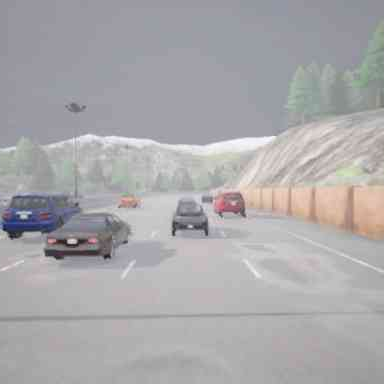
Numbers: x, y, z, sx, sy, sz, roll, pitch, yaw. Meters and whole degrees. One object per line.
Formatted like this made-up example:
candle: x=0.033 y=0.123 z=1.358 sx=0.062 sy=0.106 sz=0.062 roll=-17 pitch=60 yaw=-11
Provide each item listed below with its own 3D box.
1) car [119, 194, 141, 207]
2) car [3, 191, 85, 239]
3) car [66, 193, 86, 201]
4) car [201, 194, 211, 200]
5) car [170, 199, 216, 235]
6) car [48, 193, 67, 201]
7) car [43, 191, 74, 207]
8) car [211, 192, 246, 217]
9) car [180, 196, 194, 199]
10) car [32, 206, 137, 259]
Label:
car: x=-7.682 y=1.027 z=41.563 sx=2.097 sy=1.767 sz=4.553 roll=0 pitch=0 yaw=-1
car: x=-7.076 y=1.092 z=16.560 sx=2.150 sy=2.045 sz=5.566 roll=0 pitch=1 yaw=-1
car: x=-22.336 y=1.011 z=64.318 sx=2.033 sy=1.411 sz=5.357 roll=0 pitch=0 yaw=-1
car: x=2.499 y=1.051 z=55.028 sx=1.882 sy=1.535 sz=5.008 roll=0 pitch=1 yaw=-1
car: x=-0.120 y=1.354 z=17.683 sx=2.128 sy=1.511 sz=4.902 roll=0 pitch=1 yaw=-1
car: x=-25.834 y=0.967 z=64.226 sx=1.837 sy=1.490 sz=4.892 roll=0 pitch=0 yaw=-1
car: x=-18.454 y=0.851 z=46.407 sx=2.150 sy=2.045 sz=5.566 roll=0 pitch=1 yaw=-1
car: x=3.154 y=1.001 z=28.493 sx=2.150 sy=2.045 sz=5.566 roll=0 pitch=1 yaw=-2
car: x=-0.531 y=1.203 z=35.308 sx=1.882 sy=1.535 sz=5.008 roll=0 pitch=1 yaw=-1
car: x=-3.495 y=1.452 z=12.103 sx=2.033 sy=1.411 sz=5.357 roll=0 pitch=0 yaw=-1
